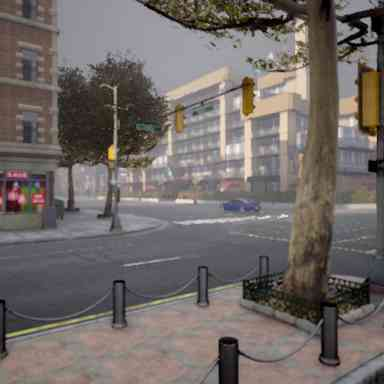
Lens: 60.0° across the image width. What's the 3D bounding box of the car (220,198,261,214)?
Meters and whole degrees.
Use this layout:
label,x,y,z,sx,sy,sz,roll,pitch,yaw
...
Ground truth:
label,x,y,z,sx,sy,sz,roll,pitch,yaw
car,4.902,1.384,34.505,1.882,1.535,5.008,0,0,-35
